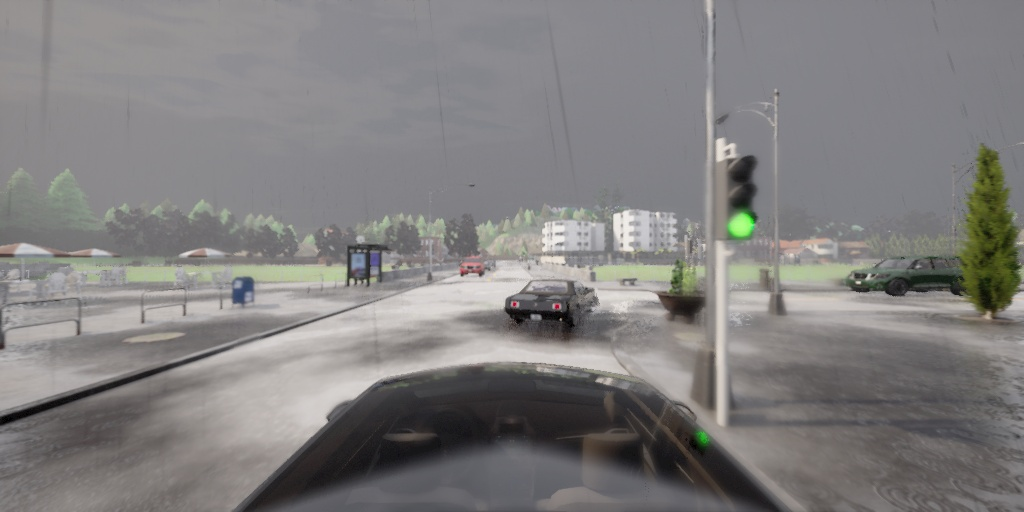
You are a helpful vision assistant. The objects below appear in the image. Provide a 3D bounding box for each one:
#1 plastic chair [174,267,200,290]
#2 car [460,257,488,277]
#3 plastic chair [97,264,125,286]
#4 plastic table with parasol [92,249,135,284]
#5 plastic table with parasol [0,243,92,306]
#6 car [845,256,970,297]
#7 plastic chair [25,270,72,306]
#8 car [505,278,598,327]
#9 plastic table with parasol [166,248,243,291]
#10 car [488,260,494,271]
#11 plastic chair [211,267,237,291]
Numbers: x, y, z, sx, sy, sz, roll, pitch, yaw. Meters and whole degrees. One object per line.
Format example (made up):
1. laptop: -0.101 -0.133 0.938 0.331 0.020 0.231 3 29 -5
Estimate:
1. plastic chair: -19.200 1.342 21.083 0.750 1.272 0.730 0 0 0
2. car: -4.087 1.088 37.716 2.150 2.045 5.566 0 0 0
3. plastic chair: -26.599 1.351 23.784 0.730 1.272 0.750 0 0 0
4. plastic table with parasol: -27.799 0.747 23.834 2.482 2.480 2.482 0 0 0
5. plastic table with parasol: -19.921 0.717 14.603 2.482 2.480 2.482 0 0 0
6. car: 21.040 1.023 18.940 5.566 2.045 2.150 -1 0 0
7. plastic chair: -18.701 1.321 14.483 0.730 1.272 0.750 0 0 0
8. car: 1.523 1.384 11.821 1.895 1.301 4.718 0 0 23
9. plastic table with parasol: -19.170 0.742 22.423 2.482 2.480 2.482 0 0 0
10. car: -4.073 1.437 51.718 1.812 1.442 4.674 0 0 0
11. plastic chair: -17.900 1.346 22.283 0.730 1.272 0.750 0 0 0
